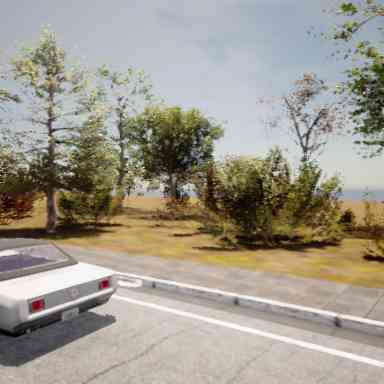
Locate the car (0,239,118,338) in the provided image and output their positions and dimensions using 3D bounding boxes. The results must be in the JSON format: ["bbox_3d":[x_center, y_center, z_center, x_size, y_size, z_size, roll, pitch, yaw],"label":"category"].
[{"bbox_3d":[-3.730,1.563,6.251,4.718,1.301,1.895,0,0,32],"label":"car"}]
